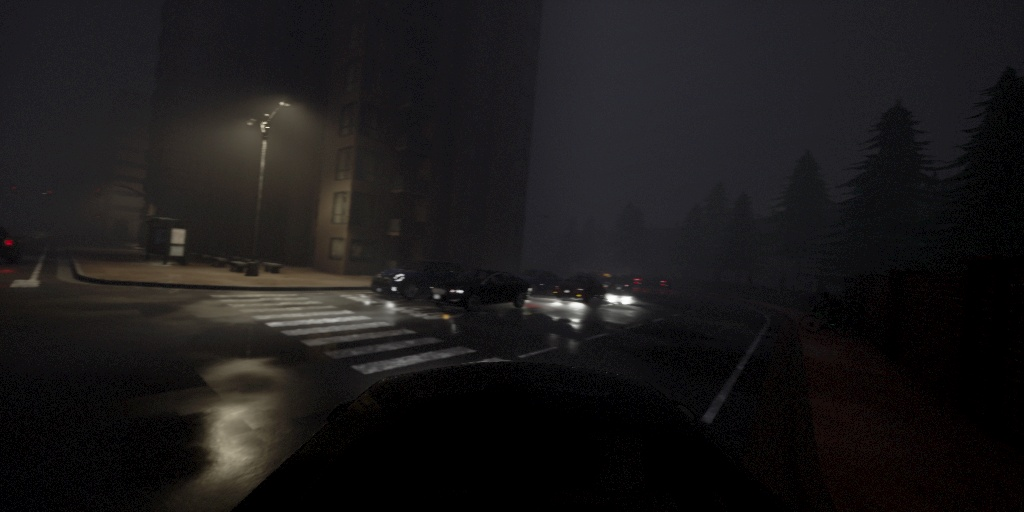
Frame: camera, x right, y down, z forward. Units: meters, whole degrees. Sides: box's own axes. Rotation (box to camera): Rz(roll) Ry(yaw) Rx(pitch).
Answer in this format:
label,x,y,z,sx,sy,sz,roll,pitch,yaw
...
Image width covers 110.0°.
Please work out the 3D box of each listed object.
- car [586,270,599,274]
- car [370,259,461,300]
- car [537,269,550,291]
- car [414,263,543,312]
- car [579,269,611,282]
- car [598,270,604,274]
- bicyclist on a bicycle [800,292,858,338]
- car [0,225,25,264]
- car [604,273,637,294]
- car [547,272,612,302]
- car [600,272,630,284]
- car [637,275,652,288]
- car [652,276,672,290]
label,x,y,z,sx,sy,sz,roll,pitch,yaw
car,6.579,2.219,33.062,2.033,1.411,5.357,5,-1,16
car,-4.022,0.936,16.405,2.097,1.767,4.553,4,-1,38
car,1.524,1.615,23.724,1.882,1.535,5.008,4,-1,35
car,-1.128,1.296,14.421,2.128,1.511,4.902,4,-1,37
car,12.281,2.870,53.536,1.882,1.535,5.008,5,-1,-26
car,10.952,2.759,45.877,2.033,1.411,5.357,5,-1,-10
bicyclist on a bicycle,11.976,2.193,13.544,1.656,1.620,0.582,5,0,38
car,-24.111,-0.695,16.362,4.553,1.767,2.097,4,-1,38
car,9.234,2.356,30.574,2.128,1.511,4.902,5,-1,19
car,4.168,1.898,21.566,1.994,1.385,4.181,4,-1,34
car,15.481,3.271,54.231,1.895,1.301,4.718,5,-1,-20
car,14.520,2.956,43.735,2.128,1.511,4.902,5,-1,-6
car,17.842,3.242,44.280,2.128,1.511,4.902,5,-1,-5
